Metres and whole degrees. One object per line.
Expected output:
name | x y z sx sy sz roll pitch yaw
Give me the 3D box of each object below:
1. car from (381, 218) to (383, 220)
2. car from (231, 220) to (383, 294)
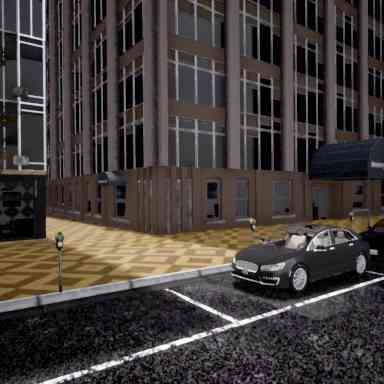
car | 7.587 1.563 11.999 4.313 1.339 1.947 0 -1 -36
car | 2.963 1.549 8.694 4.403 1.369 2.008 0 -1 -36
